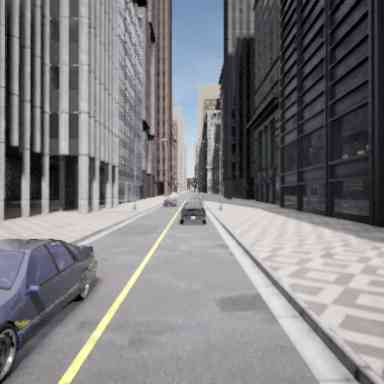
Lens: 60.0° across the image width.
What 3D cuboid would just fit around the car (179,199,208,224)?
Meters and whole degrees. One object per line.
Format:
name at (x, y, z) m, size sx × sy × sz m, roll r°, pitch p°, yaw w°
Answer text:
car at (0.094, 1.452, 24.444) m, size 1.837 × 1.490 × 4.892 m, roll 0°, pitch 0°, yaw 0°

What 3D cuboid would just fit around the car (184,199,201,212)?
car at (0.088, 1.489, 38.850) m, size 1.895 × 1.301 × 4.718 m, roll 0°, pitch 0°, yaw 0°

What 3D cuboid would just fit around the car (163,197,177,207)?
car at (-3.071, 1.394, 47.617) m, size 2.033 × 1.411 × 5.357 m, roll 0°, pitch 0°, yaw 1°

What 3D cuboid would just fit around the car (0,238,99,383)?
car at (-3.088, 1.540, 5.550) m, size 2.033 × 1.411 × 5.357 m, roll 0°, pitch 0°, yaw 0°
